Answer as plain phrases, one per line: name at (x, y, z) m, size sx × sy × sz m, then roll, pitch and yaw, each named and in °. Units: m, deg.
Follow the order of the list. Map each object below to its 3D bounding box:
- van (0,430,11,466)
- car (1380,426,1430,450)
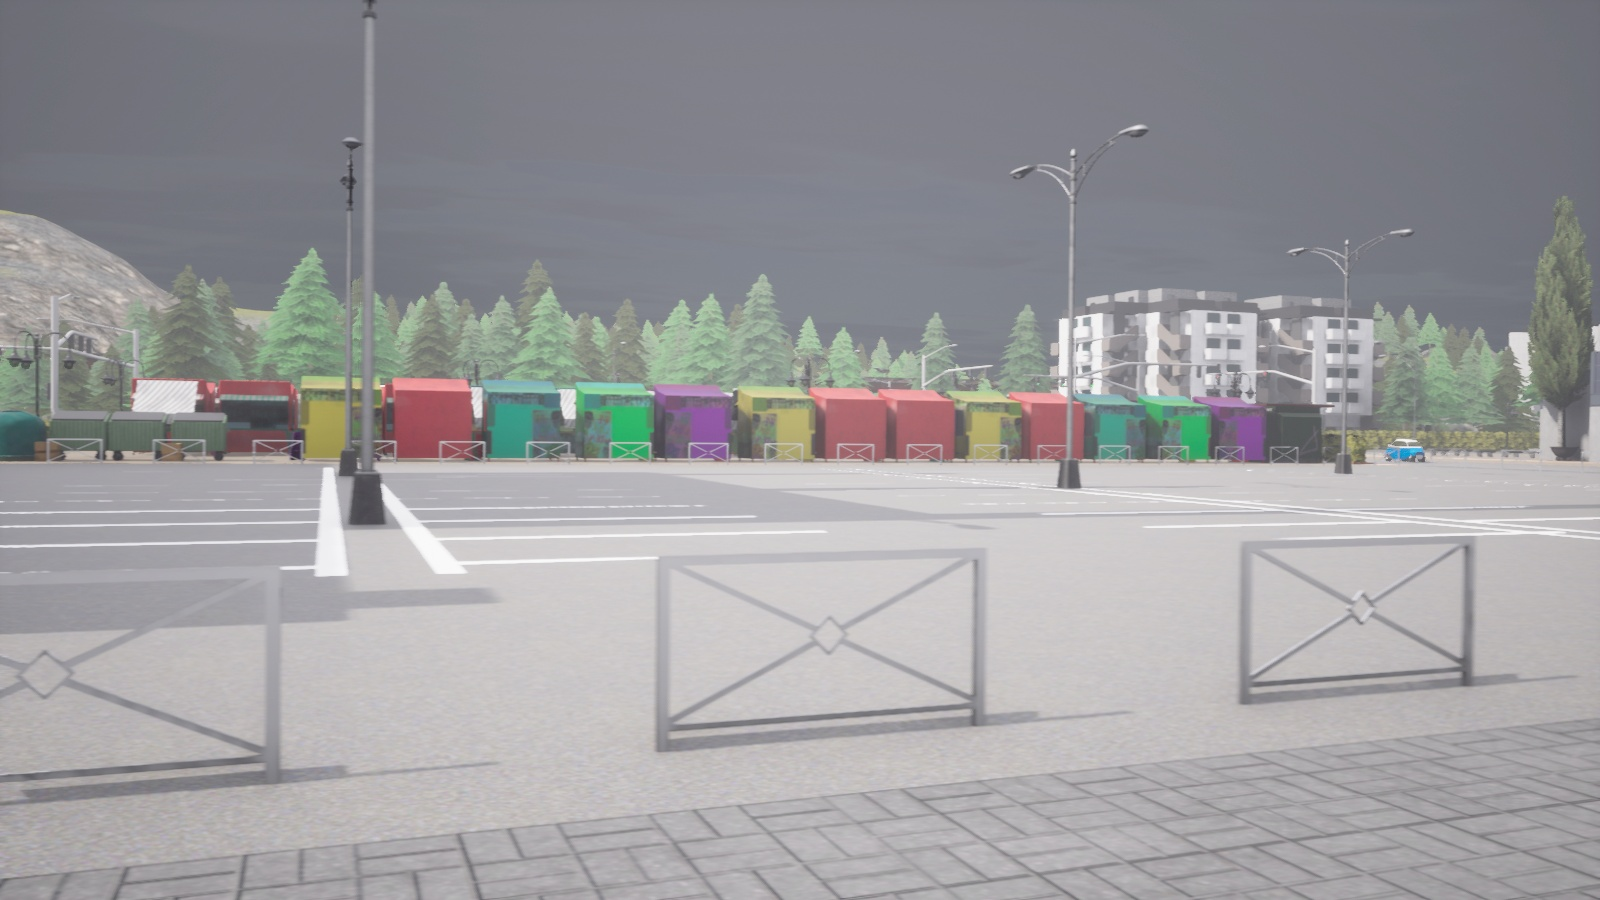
van at (-45.279, -0.111, 69.617) m, size 1.775 × 1.987 × 4.442 m, roll -1°, pitch 1°, yaw -21°
car at (35.508, -0.731, 73.732) m, size 1.481 × 1.376 × 2.207 m, roll -1°, pitch 1°, yaw -19°
